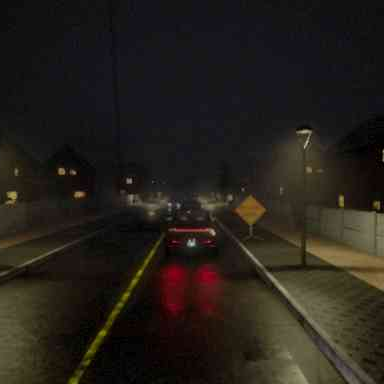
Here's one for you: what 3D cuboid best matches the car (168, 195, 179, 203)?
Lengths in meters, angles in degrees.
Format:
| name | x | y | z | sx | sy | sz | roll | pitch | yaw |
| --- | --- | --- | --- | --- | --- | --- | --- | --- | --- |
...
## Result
| name | x | y | z | sx | sy | sz | roll | pitch | yaw |
| --- | --- | --- | --- | --- | --- | --- | --- | --- | --- |
| car | -3.048 | 1.194 | 57.421 | 1.812 | 1.442 | 4.674 | 0 | 0 | 0 |

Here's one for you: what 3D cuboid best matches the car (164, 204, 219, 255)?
| name | x | y | z | sx | sy | sz | roll | pitch | yaw |
| --- | --- | --- | --- | --- | --- | --- | --- | --- | --- |
| car | -0.012 | 1.421 | 12.886 | 2.128 | 1.511 | 4.902 | 0 | 0 | 0 |

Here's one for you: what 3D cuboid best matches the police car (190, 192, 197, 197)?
| name | x | y | z | sx | sy | sz | roll | pitch | yaw |
| --- | --- | --- | --- | --- | --- | --- | --- | --- | --- |
| police car | 0.458 | 0.888 | 88.970 | 1.930 | 1.638 | 5.238 | 0 | 0 | 0 |

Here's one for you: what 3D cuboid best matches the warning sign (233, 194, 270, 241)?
| name | x | y | z | sx | sy | sz | roll | pitch | yaw |
| --- | --- | --- | --- | --- | --- | --- | --- | --- | --- |
| warning sign | 2.444 | 1.040 | 13.876 | 1.300 | 1.860 | 1.060 | -1 | -1 | 0 |

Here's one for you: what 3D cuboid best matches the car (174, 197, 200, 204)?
| name | x | y | z | sx | sy | sz | roll | pitch | yaw |
| --- | --- | --- | --- | --- | --- | --- | --- | --- | --- |
| car | -0.089 | 1.405 | 25.845 | 2.033 | 1.411 | 5.357 | 0 | 0 | 0 |
